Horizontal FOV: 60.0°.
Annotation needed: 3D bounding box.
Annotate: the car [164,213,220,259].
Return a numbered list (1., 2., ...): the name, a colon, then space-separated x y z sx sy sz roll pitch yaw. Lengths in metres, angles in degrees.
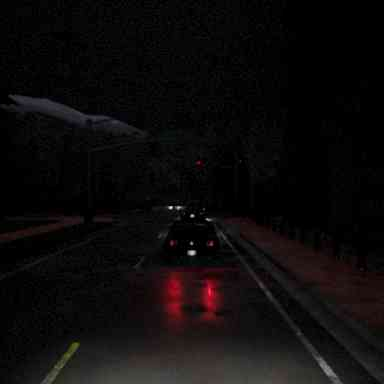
1. car: 0.011 1.748 13.229 1.895 1.301 4.718 0 -1 0

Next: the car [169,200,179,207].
1. car: -3.517 2.265 67.303 1.812 1.442 4.674 0 0 0

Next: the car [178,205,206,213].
1. car: 0.168 1.878 28.460 1.994 1.385 4.181 0 -1 4

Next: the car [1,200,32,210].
1. car: -25.029 1.689 48.102 1.932 1.855 4.605 0 -1 -1
